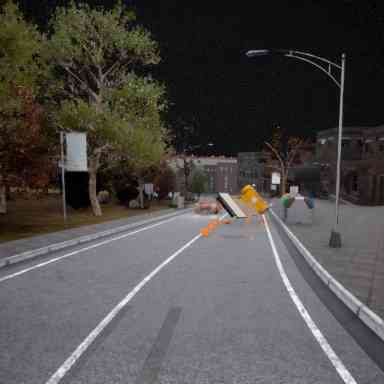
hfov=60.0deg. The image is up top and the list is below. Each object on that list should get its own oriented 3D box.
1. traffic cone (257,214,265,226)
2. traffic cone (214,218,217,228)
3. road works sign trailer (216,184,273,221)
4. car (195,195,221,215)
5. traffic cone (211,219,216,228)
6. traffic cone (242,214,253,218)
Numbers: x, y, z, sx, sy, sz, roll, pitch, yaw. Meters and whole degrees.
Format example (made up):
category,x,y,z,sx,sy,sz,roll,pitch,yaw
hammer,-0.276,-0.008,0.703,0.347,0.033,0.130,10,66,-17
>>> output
category,x,y,z,sx,sy,sz,roll,pitch,yaw
traffic cone,4.676,1.946,21.973,0.340,0.580,0.340,1,0,20
traffic cone,1.362,1.895,20.443,0.340,0.580,0.340,1,0,11
road works sign trailer,3.304,1.093,23.634,3.560,2.880,2.380,4,42,-51
car,1.608,1.222,32.579,2.097,1.767,4.553,1,0,11
traffic cone,0.987,1.900,18.479,0.340,0.580,0.340,1,0,11
traffic cone,3.687,1.927,21.997,0.340,0.580,0.340,2,2,7
